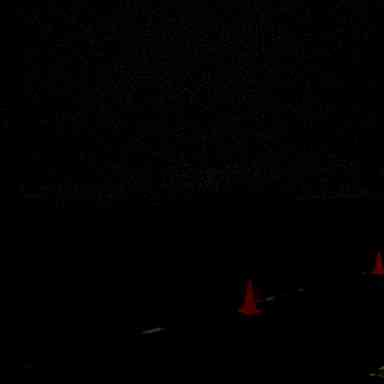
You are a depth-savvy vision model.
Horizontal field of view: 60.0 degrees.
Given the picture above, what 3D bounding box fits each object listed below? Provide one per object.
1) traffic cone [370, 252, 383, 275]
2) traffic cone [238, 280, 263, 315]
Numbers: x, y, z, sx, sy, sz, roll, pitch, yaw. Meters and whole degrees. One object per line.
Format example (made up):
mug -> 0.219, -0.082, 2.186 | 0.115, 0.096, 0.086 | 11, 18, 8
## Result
traffic cone -> 5.167, 1.955, 9.181 | 0.340, 0.580, 0.340 | 0, 0, -35
traffic cone -> 1.096, 1.955, 6.277 | 0.340, 0.580, 0.340 | 0, 0, -35
